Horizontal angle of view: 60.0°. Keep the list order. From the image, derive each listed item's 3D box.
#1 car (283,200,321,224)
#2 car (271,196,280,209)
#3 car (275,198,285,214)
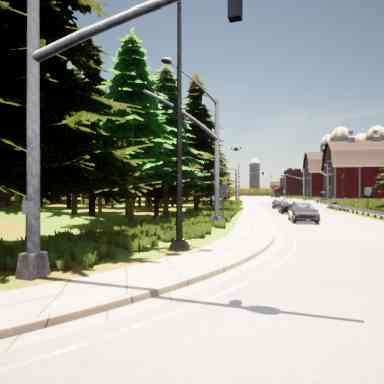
[{"bbox_3d":[8.387,1.543,25.287,2.033,1.411,5.357,0,0,11],"label":"car"},{"bbox_3d":[11.798,1.557,44.704,1.994,1.385,4.181,0,0,9],"label":"car"},{"bbox_3d":[10.122,1.595,34.781,1.895,1.301,4.718,0,0,10],"label":"car"}]
